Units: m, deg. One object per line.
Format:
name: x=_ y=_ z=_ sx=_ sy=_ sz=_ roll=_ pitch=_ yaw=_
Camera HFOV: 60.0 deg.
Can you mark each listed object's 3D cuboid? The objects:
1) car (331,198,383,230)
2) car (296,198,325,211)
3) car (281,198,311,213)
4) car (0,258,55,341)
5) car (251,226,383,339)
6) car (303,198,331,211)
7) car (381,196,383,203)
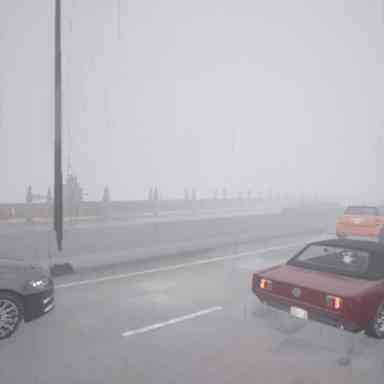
car: x=9.046 y=1.386 z=16.621 sx=4.553 sy=1.767 sz=2.097 roll=0 pitch=0 yaw=-45
car: x=15.882 y=1.611 z=44.291 sx=1.837 sy=1.490 sz=4.892 roll=0 pitch=-1 yaw=44
car: x=10.957 y=1.561 z=33.982 sx=1.882 sy=1.535 sz=5.008 roll=0 pitch=0 yaw=43
car: x=-4.665 y=1.518 z=4.889 sx=4.902 sy=1.511 sz=2.128 roll=0 pitch=0 yaw=-35
car: x=3.407 y=1.616 z=6.649 sx=4.718 sy=1.301 sz=1.895 roll=0 pitch=0 yaw=-39
car: x=12.233 y=1.574 z=30.232 sx=1.837 sy=1.490 sz=4.892 roll=0 pitch=0 yaw=43
car: x=43.466 y=1.598 z=73.446 sx=1.837 sy=1.490 sz=4.892 roll=0 pitch=0 yaw=43
